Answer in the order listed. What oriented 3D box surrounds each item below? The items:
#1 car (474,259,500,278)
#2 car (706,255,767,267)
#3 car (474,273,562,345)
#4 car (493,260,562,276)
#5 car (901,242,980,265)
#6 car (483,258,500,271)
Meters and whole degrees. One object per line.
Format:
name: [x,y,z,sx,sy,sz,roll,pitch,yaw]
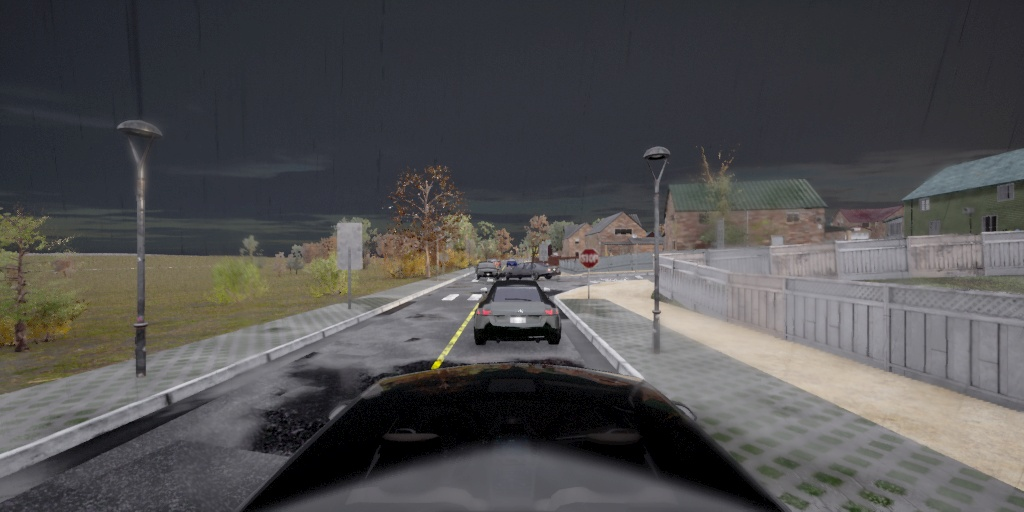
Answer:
car: [-2.264,1.258,31.431,1.837,1.490,4.892,0,0,-8]
car: [14.378,0.413,22.904,4.181,1.385,1.994,-3,0,16]
car: [0.099,1.313,9.506,1.994,1.385,4.181,0,0,-1]
car: [1.325,1.198,28.522,5.357,1.411,2.033,-4,-3,43]
car: [23.880,-0.208,20.486,4.902,1.511,2.128,-3,0,14]
car: [-2.869,1.121,51.249,2.097,1.767,4.553,0,0,1]
